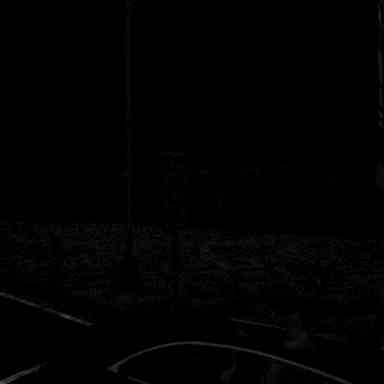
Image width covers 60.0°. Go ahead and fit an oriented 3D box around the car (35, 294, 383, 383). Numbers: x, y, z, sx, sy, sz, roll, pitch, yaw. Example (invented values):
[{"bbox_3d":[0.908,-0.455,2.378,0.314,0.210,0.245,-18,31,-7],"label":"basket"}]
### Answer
[{"bbox_3d":[0.509,1.560,2.600,4.403,1.369,2.008,-1,0,36],"label":"car"}]
